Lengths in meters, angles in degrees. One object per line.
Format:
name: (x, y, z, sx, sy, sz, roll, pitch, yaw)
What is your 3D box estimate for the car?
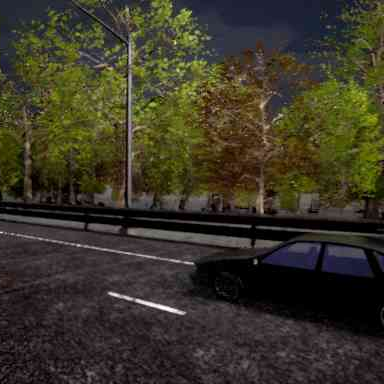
car: (2.553, 1.543, 6.470, 5.357, 1.411, 2.033, 0, 0, 36)
